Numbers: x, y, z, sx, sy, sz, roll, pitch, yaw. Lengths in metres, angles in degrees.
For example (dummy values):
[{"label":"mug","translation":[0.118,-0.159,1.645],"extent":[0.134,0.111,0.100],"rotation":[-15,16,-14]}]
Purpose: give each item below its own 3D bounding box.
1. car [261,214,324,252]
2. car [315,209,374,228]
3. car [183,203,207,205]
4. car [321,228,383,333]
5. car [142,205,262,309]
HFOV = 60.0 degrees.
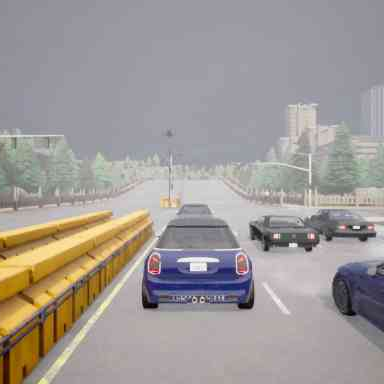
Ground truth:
[{"label":"car","translation":[3.626,1.601,14.003],"extent":[1.895,1.301,4.718],"rotation":[0,0,1]},{"label":"car","translation":[7.111,1.547,16.577],"extent":[2.033,1.411,5.357],"rotation":[0,0,4]},{"label":"car","translation":[0.135,1.352,16.968],"extent":[2.097,1.767,4.553],"rotation":[0,0,0]},{"label":"car","translation":[3.613,1.526,4.507],"extent":[1.812,1.442,4.674],"rotation":[0,0,0]},{"label":"car","translation":[0.117,1.352,8.032],"extent":[2.097,1.767,4.553],"rotation":[0,0,0]}]
